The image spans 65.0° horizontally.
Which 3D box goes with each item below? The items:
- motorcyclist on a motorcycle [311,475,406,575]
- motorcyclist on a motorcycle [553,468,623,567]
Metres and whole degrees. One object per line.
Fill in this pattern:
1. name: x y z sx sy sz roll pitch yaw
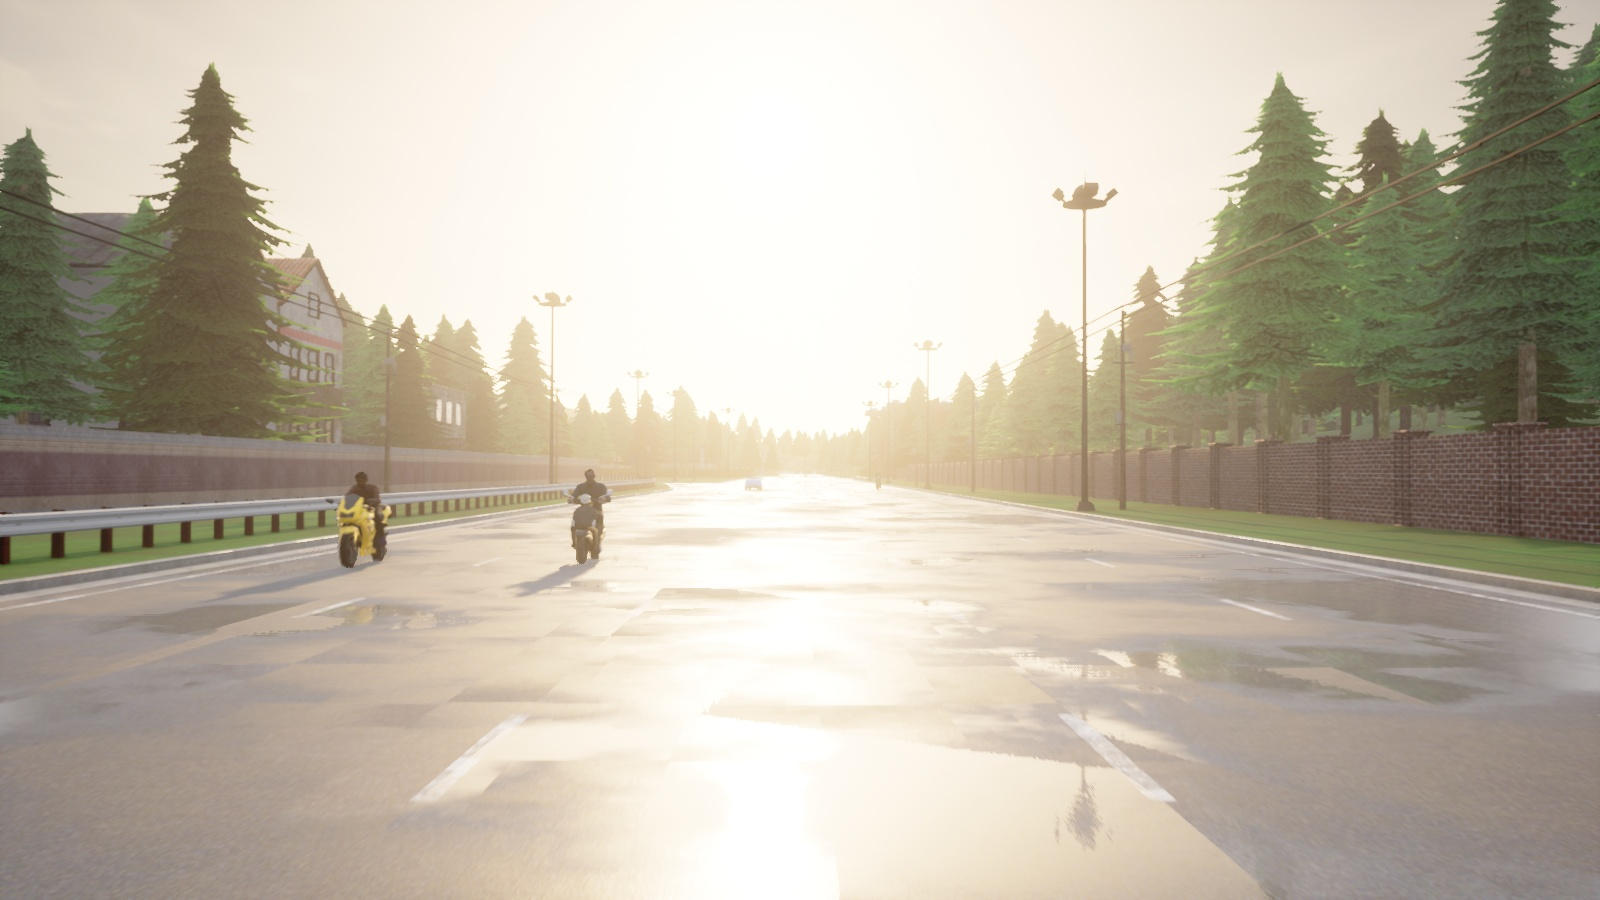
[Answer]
1. motorcyclist on a motorcycle: -7.049 1.162 20.160 0.797 1.523 2.044 0 -1 0
2. motorcyclist on a motorcycle: -3.551 1.134 21.153 0.866 1.590 1.817 0 -3 0
